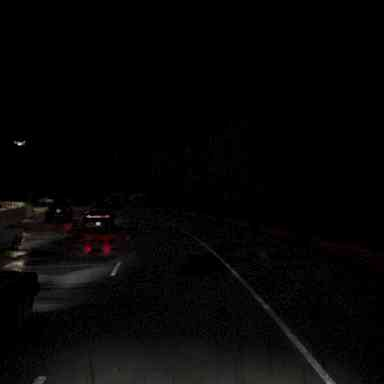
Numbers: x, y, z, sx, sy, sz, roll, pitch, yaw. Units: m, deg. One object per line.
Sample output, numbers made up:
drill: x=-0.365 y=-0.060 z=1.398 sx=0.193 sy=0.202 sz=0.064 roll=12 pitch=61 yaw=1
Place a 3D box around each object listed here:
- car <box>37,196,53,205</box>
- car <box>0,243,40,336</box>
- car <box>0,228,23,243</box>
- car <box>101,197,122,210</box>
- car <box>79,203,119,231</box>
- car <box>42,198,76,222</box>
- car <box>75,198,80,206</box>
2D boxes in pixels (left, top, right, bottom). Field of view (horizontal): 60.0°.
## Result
car: x=-35.013 y=2.023 z=79.520 sx=5.566 sy=2.045 sz=2.150 roll=-1 pitch=-1 yaw=41
car: x=-3.638 y=1.656 z=4.015 sx=1.895 sy=1.301 sz=4.718 roll=0 pitch=-1 yaw=-3
car: x=-7.857 y=1.753 z=12.008 sx=1.895 sy=1.301 sz=4.718 roll=0 pitch=-1 yaw=-7
car: x=-12.969 y=1.825 z=53.163 sx=2.150 sy=2.045 sz=5.566 roll=0 pitch=-1 yaw=-29
car: x=-6.281 y=1.752 z=22.743 sx=2.128 sy=1.511 sz=4.902 roll=0 pitch=-1 yaw=-13
car: x=-12.091 y=1.713 z=30.558 sx=2.097 sy=1.767 sz=4.553 roll=0 pitch=-1 yaw=-17
car: x=-24.893 y=1.973 z=68.849 sx=2.097 sy=1.767 sz=4.553 roll=0 pitch=-1 yaw=-41
